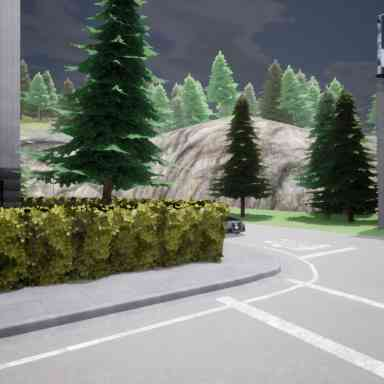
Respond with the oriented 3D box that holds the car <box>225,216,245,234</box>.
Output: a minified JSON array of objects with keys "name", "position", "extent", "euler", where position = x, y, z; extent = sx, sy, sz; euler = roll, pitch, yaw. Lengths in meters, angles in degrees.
[{"name":"car","position":[1.079,1.740,19.501],"extent":[1.994,1.385,4.181],"euler":[0,0,-42]}]
